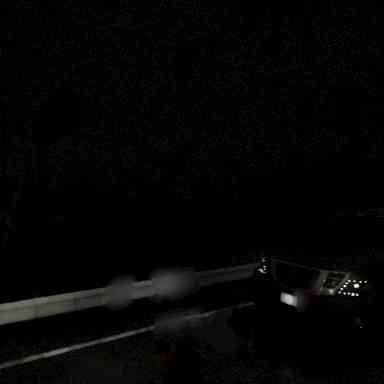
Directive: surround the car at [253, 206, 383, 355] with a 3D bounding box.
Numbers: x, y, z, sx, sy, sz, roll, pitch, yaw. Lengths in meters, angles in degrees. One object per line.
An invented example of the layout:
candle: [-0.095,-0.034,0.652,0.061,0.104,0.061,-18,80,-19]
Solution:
car: [3.723,1.319,6.501,5.566,2.045,2.150,2,-1,-34]
